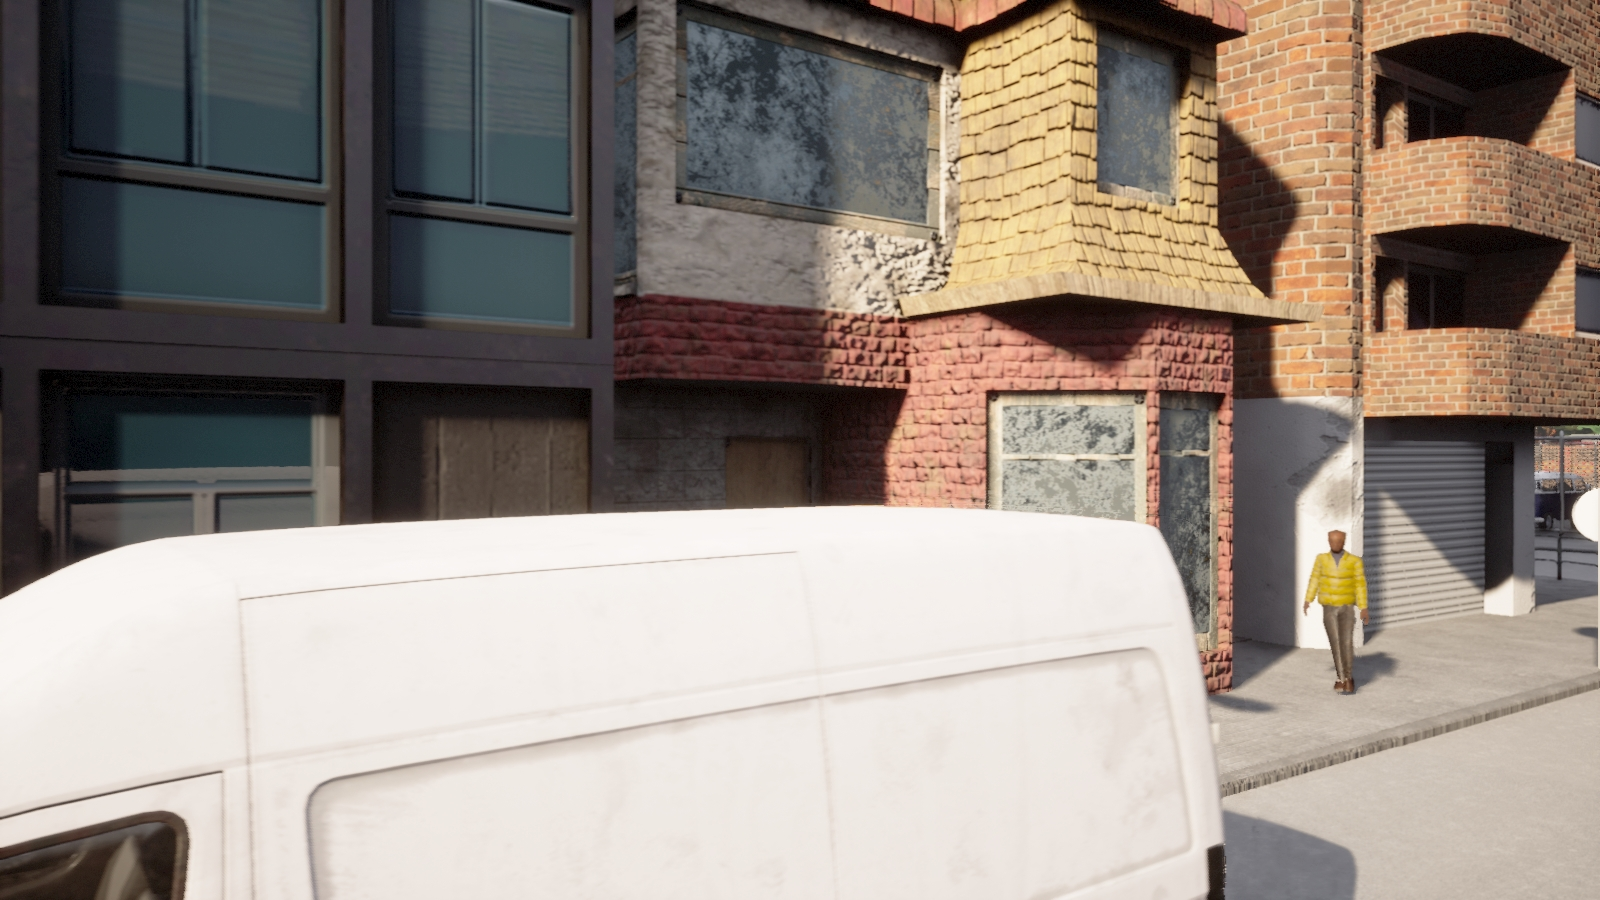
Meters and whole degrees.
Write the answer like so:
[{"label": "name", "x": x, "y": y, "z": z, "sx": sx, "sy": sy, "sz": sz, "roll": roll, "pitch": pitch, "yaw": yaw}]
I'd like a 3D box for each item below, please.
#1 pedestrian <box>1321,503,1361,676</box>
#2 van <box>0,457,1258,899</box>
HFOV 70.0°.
[{"label": "pedestrian", "x": 5.998, "y": 1.524, "z": 12.667, "sx": 0.375, "sy": 1.860, "sz": 0.375, "roll": 0, "pitch": 0, "yaw": 30}, {"label": "van", "x": -1.243, "y": 1.316, "z": 3.478, "sx": 5.915, "sy": 2.561, "sz": 1.988, "roll": 0, "pitch": 0, "yaw": -35}]
